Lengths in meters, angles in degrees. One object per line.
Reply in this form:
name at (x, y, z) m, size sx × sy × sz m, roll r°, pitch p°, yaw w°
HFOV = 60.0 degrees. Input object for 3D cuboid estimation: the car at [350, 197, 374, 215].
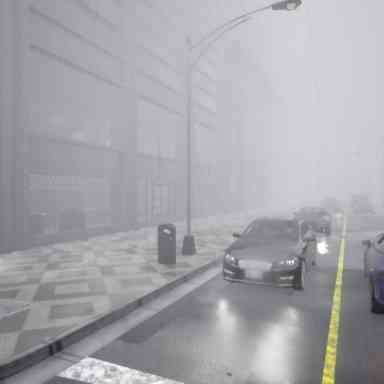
car at (17.507, 1.558, 34.076) m, size 2.033 × 1.411 × 5.357 m, roll 0°, pitch 0°, yaw 26°

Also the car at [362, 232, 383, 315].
car at (4.707, 1.527, 6.990) m, size 1.812 × 1.442 × 4.674 m, roll 0°, pitch 0°, yaw 25°

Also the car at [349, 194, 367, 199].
car at (21.925, 1.236, 43.570) m, size 2.150 × 2.045 × 5.566 m, roll 0°, pitch 0°, yaw 25°

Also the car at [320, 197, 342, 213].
car at (15.386, 1.361, 36.812) m, size 2.097 × 1.767 × 4.553 m, roll 0°, pitch 0°, yaw 26°

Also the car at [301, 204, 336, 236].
car at (6.682, 1.567, 18.466) m, size 1.994 × 1.385 × 4.181 m, roll 0°, pitch 0°, yaw 25°

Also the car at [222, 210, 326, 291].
car at (2.358, 1.492, 9.285) m, size 2.128 × 1.511 × 4.902 m, roll 0°, pitch 0°, yaw 25°
